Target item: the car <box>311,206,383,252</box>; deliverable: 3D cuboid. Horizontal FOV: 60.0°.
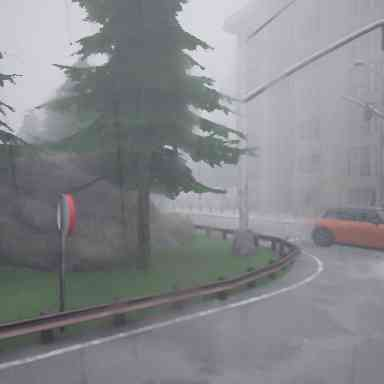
[{"bbox_3d":[6.951,1.361,12.580,2.097,1.767,4.553,0,0,-37],"label":"car"}]
